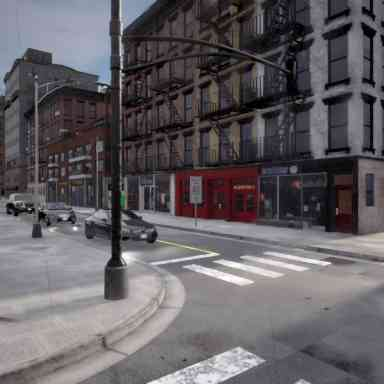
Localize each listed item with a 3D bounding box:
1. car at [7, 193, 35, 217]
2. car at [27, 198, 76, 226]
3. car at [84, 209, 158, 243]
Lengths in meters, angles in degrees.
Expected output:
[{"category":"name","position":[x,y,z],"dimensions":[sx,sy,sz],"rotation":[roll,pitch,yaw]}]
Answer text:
[{"category":"car","position":[-16.029,1.168,31.607],"dimensions":[2.150,2.045,5.566],"rotation":[0,0,-37]},{"category":"car","position":[-9.676,1.457,23.342],"dimensions":[2.128,1.511,4.902],"rotation":[0,0,-38]},{"category":"car","position":[-3.408,1.508,15.225],"dimensions":[1.812,1.442,4.674],"rotation":[0,0,-39]}]
